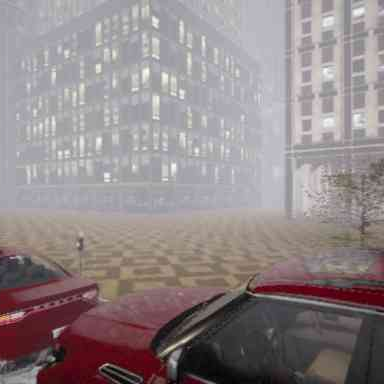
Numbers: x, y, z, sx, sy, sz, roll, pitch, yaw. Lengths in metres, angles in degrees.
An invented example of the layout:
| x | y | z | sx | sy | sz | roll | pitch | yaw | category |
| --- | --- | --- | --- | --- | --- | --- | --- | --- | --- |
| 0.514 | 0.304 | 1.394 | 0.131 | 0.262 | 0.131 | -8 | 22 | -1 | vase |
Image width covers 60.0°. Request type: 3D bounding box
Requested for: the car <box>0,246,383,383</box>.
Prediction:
| x | y | z | sx | sy | sz | roll | pitch | yaw | category |
| --- | --- | --- | --- | --- | --- | --- | --- | --- | --- |
| 1.125 | 1.315 | 2.077 | 5.009 | 1.841 | 2.192 | 0 | 0 | 36 | car |
